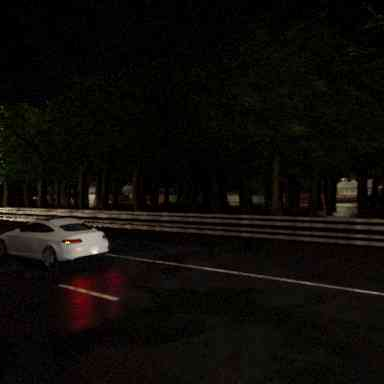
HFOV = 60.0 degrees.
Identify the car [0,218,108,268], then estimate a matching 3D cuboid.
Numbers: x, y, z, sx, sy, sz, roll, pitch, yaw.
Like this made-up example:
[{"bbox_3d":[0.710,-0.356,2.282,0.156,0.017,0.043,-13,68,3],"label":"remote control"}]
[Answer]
[{"bbox_3d":[-4.925,1.632,11.609,4.674,1.442,1.812,-1,0,34],"label":"car"}]
